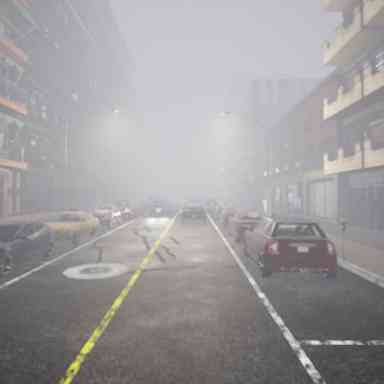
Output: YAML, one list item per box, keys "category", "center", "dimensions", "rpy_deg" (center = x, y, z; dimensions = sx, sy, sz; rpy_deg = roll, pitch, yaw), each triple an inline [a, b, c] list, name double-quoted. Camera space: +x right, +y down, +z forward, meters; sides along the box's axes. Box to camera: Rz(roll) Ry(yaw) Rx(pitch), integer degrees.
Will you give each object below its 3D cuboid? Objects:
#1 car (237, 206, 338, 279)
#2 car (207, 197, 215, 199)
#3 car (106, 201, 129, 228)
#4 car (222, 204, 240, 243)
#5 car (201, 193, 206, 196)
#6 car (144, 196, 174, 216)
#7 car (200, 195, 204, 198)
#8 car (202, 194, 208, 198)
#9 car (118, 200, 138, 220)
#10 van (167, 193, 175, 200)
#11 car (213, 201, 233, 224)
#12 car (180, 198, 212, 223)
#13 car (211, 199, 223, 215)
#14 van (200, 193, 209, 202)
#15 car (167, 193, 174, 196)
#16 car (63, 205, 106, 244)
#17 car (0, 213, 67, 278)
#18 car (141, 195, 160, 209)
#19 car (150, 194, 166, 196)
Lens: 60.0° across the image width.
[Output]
- category: "car"
  center: [2.709, 1.423, 10.048]
  dimensions: [1.967, 1.590, 4.097]
  rpy_deg: [1, 0, 0]
- category: "car"
  center: [2.721, 1.483, 32.731]
  dimensions: [1.887, 1.381, 4.507]
  rpy_deg: [1, 0, 0]
- category: "car"
  center: [-5.666, 1.512, 21.460]
  dimensions: [2.008, 1.369, 4.403]
  rpy_deg: [1, 0, 0]
- category: "car"
  center: [2.711, 1.517, 15.720]
  dimensions: [1.887, 1.381, 4.507]
  rpy_deg: [1, 0, 0]
- category: "car"
  center: [2.727, 1.399, 61.254]
  dimensions: [1.752, 1.417, 4.829]
  rpy_deg: [1, 0, 0]
- category: "car"
  center: [-2.981, 1.432, 32.091]
  dimensions: [2.128, 1.511, 4.902]
  rpy_deg: [0, 0, 0]
- category: "car"
  center: [0.126, 1.482, 41.990]
  dimensions: [1.994, 1.385, 4.181]
  rpy_deg: [0, 0, 0]
- category: "car"
  center: [2.731, 1.446, 49.743]
  dimensions: [1.887, 1.381, 4.507]
  rpy_deg: [1, 0, 0]
- category: "car"
  center: [-5.661, 1.390, 27.132]
  dimensions: [1.967, 1.590, 4.097]
  rpy_deg: [1, 0, 0]
- category: "van"
  center: [-5.622, 1.145, 89.512]
  dimensions: [1.690, 1.788, 3.998]
  rpy_deg: [1, 0, 0]
- category: "car"
  center: [2.714, 1.512, 21.390]
  dimensions: [2.008, 1.369, 4.403]
  rpy_deg: [1, 0, 0]
- category: "car"
  center: [0.115, 1.446, 24.957]
  dimensions: [2.128, 1.511, 4.902]
  rpy_deg: [0, 0, 0]
- category: "car"
  center: [2.717, 1.501, 27.061]
  dimensions: [2.008, 1.369, 4.403]
  rpy_deg: [1, 0, 0]
- category: "van"
  center: [2.714, 1.188, 72.425]
  dimensions: [1.690, 1.788, 3.998]
  rpy_deg: [1, 0, 0]
- category: "car"
  center: [-5.634, 1.287, 72.499]
  dimensions: [1.967, 1.590, 4.097]
  rpy_deg: [1, 0, 0]
- category: "car"
  center: [-5.669, 1.498, 15.619]
  dimensions: [1.752, 1.417, 4.829]
  rpy_deg: [1, 0, 0]
- category: "car"
  center: [-5.673, 1.548, 10.119]
  dimensions: [1.947, 1.339, 4.313]
  rpy_deg: [1, 0, 0]
- category: "car"
  center: [-5.652, 1.465, 44.144]
  dimensions: [2.008, 1.369, 4.403]
  rpy_deg: [1, 0, 0]
- category: "car"
  center: [-5.645, 1.216, 49.814]
  dimensions: [2.192, 1.841, 5.009]
  rpy_deg: [1, 0, 0]
